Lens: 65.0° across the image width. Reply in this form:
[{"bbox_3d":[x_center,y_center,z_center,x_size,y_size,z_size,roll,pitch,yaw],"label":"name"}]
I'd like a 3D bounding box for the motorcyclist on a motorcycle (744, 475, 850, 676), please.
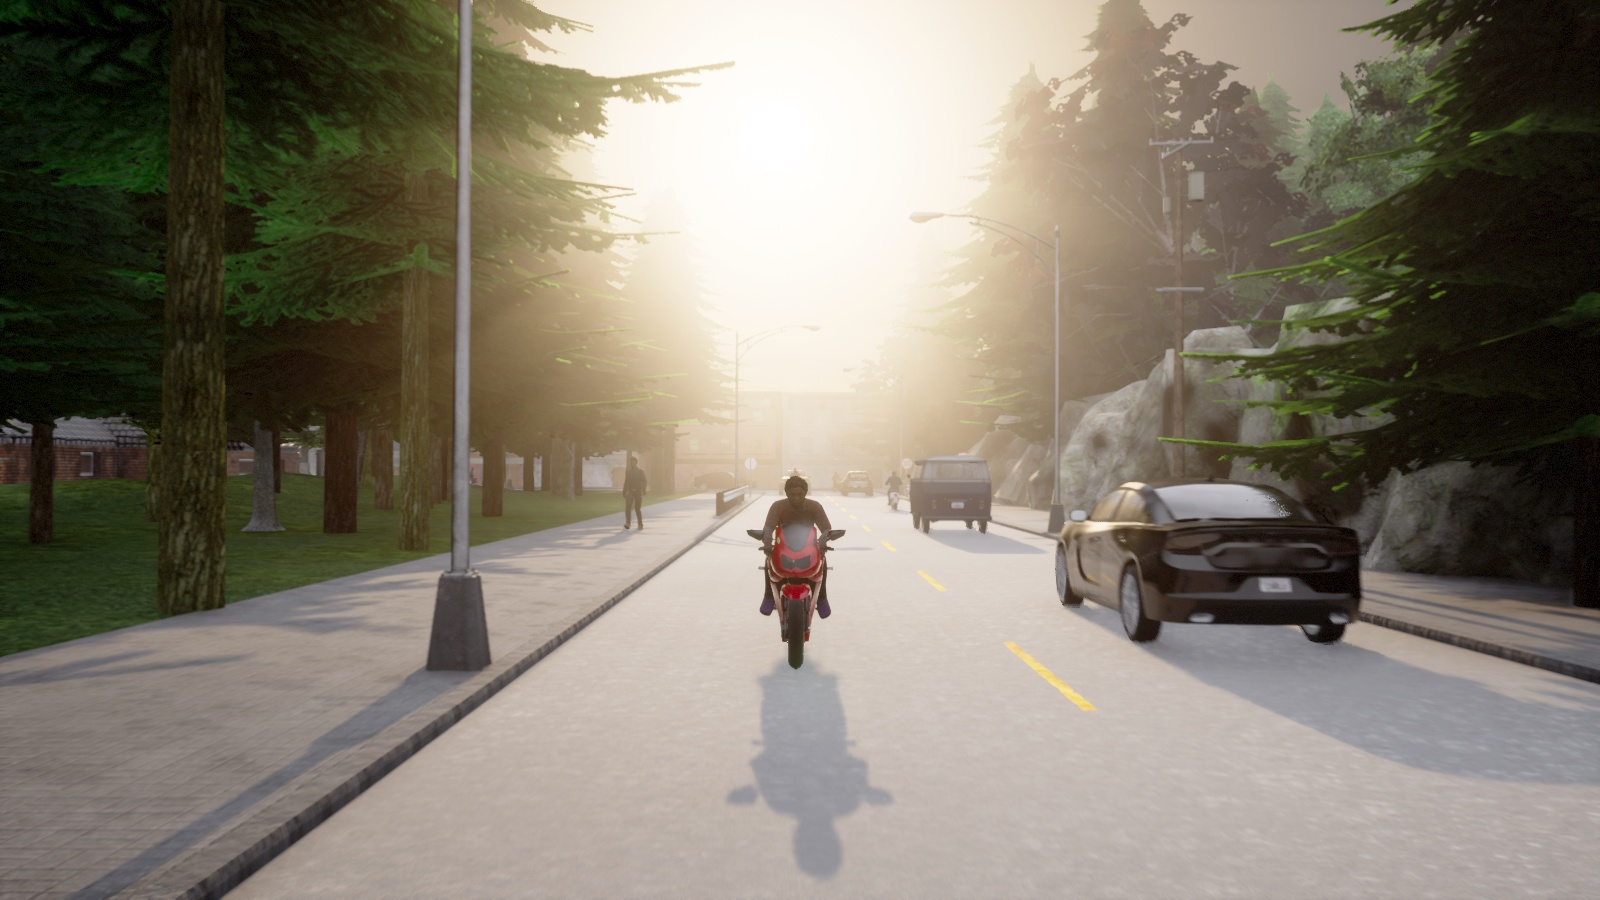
[{"bbox_3d":[-0.025,0.974,10.605,0.797,1.523,2.044,0,-1,0],"label":"motorcyclist on a motorcycle"}]

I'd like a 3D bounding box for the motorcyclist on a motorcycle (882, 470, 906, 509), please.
[{"bbox_3d":[3.853,1.616,51.595,0.866,1.590,1.817,0,-1,0],"label":"motorcyclist on a motorcycle"}]

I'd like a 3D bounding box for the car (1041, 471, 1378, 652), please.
[{"bbox_3d":[3.969,0.997,13.209,1.882,1.535,5.008,0,-1,0],"label":"car"}]

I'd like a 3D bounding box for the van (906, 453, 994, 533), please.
[{"bbox_3d":[3.920,1.111,33.476,1.775,1.987,4.442,0,-1,0],"label":"van"}]

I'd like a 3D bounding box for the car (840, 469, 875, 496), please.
[{"bbox_3d":[3.659,2.084,80.857,2.033,1.649,4.856,0,-1,0],"label":"car"}]

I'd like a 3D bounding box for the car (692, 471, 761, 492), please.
[{"bbox_3d":[-5.696,2.451,97.673,5.008,1.535,1.882,0,-1,12],"label":"car"}]

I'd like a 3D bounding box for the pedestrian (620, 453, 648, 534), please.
[{"bbox_3d":[-4.033,1.052,30.540,0.423,1.949,0.788,0,-1,14],"label":"pedestrian"}]

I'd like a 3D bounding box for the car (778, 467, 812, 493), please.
[{"bbox_3d":[-0.320,1.992,83.455,2.152,1.651,5.027,0,-1,0],"label":"car"}]
